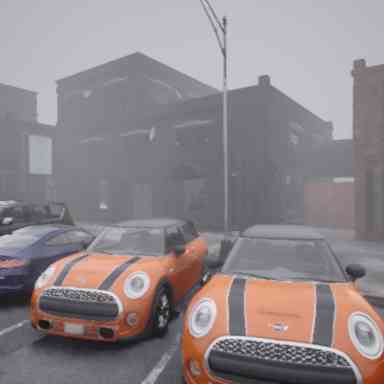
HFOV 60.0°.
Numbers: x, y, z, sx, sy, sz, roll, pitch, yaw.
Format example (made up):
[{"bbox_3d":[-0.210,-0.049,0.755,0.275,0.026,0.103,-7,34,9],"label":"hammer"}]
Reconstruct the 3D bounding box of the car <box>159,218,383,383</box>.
[{"bbox_3d":[1.372,1.370,5.154,2.185,1.767,4.553,0,-1,16],"label":"car"}]

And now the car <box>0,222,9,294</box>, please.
[{"bbox_3d":[-3.529,1.567,8.609,2.002,1.452,4.674,0,-1,16],"label":"car"}]

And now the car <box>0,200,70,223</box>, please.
[{"bbox_3d":[-5.958,1.292,10.336,2.435,2.045,5.566,0,-1,15],"label":"car"}]

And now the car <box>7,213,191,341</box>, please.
[{"bbox_3d":[-1.071,1.385,6.898,2.185,1.767,4.553,0,-1,16],"label":"car"}]
